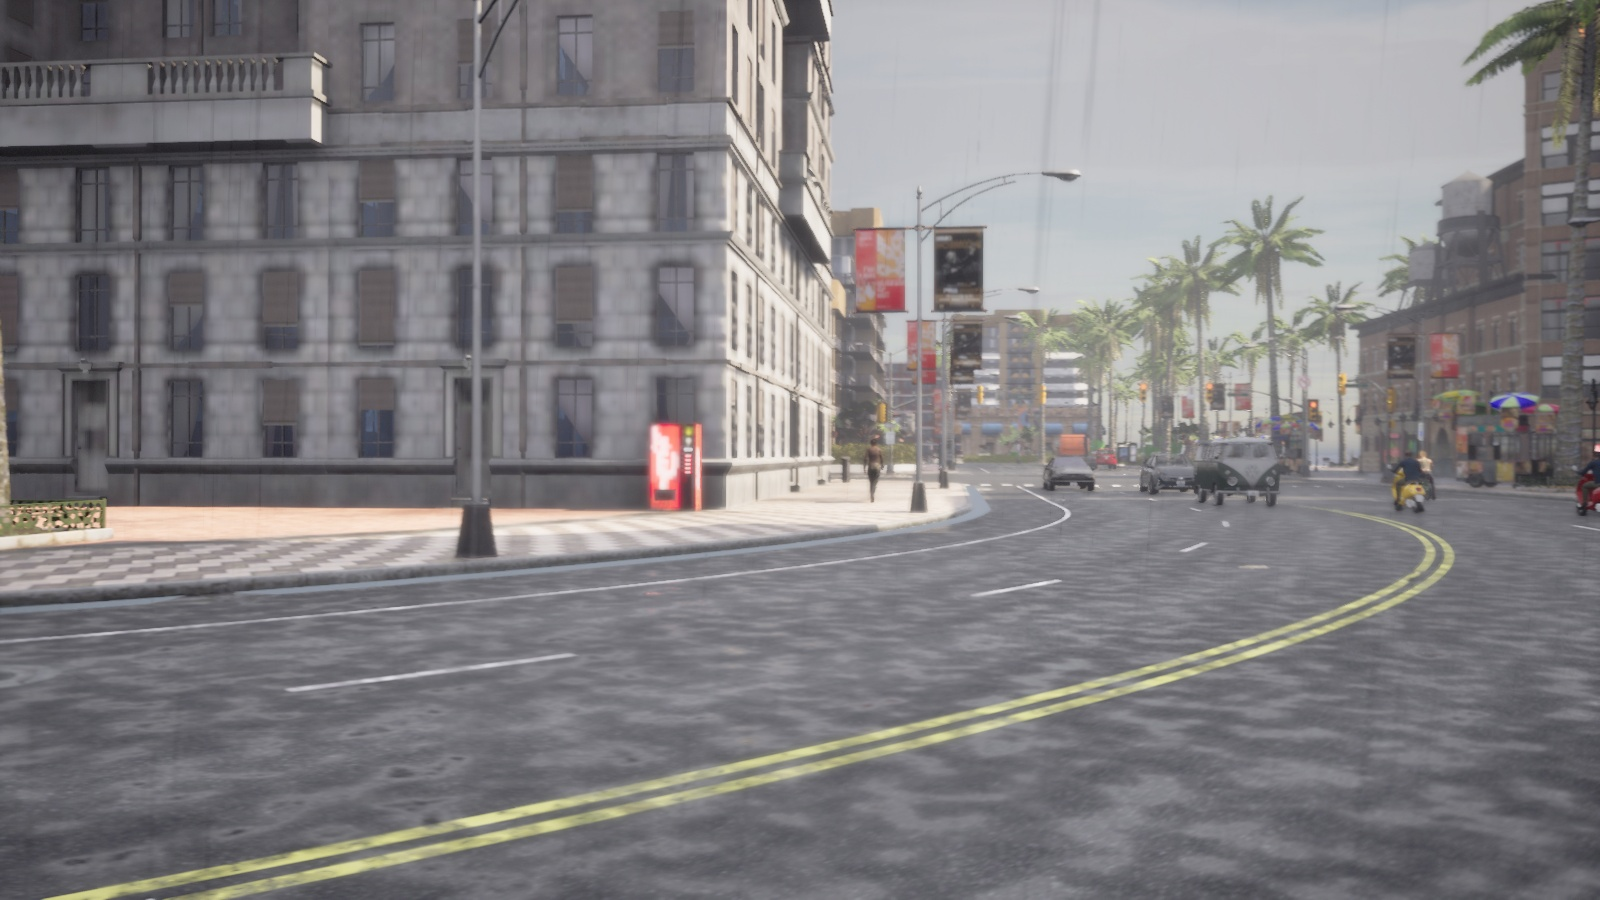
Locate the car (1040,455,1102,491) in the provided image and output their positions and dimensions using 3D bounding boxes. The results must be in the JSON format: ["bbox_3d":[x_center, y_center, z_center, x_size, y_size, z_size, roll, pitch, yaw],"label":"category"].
[{"bbox_3d":[11.232,0.917,52.415,2.033,1.411,5.357,0,0,7],"label":"car"}]

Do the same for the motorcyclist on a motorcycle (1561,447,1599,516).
[{"bbox_3d":[19.012,0.730,29.869,0.866,1.590,1.817,0,0,7],"label":"motorcyclist on a motorcycle"}]

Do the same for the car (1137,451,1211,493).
[{"bbox_3d":[14.217,0.794,47.978,2.007,1.525,4.514,0,0,7],"label":"car"}]

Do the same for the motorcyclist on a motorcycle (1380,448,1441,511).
[{"bbox_3d":[15.816,0.748,32.576,0.866,1.590,1.817,0,0,7],"label":"motorcyclist on a motorcycle"}]

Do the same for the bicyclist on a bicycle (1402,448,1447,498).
[{"bbox_3d":[20.514,0.743,41.259,0.866,1.612,1.509,0,0,7],"label":"bicyclist on a bicycle"}]

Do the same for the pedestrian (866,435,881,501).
[{"bbox_3d":[2.026,0.501,34.708,0.328,1.805,0.869,0,0,9],"label":"pedestrian"}]

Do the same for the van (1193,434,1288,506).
[{"bbox_3d":[12.967,0.572,37.212,1.775,1.987,4.442,0,0,8],"label":"van"}]
